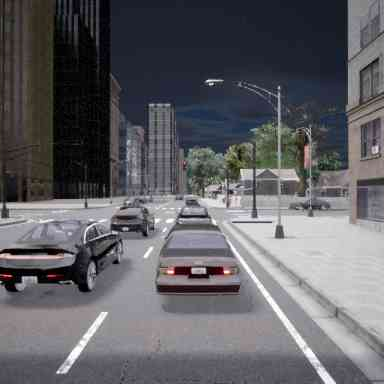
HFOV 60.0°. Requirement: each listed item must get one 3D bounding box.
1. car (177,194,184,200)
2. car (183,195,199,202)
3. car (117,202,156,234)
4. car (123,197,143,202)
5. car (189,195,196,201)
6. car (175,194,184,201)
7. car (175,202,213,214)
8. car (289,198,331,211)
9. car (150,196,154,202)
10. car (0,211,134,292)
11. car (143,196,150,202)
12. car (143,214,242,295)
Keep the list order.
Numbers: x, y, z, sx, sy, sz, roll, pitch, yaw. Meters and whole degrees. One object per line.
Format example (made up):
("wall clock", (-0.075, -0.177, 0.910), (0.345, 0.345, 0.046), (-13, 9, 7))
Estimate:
("car", (-3.202, 1.311, 93.991), (1.882, 1.535, 5.008), (0, 0, 0))
("car", (0.035, 1.497, 50.312), (1.837, 1.490, 4.892), (-2, 0, -2))
("car", (-3.141, 1.504, 18.149), (1.837, 1.490, 4.892), (0, 0, 0))
("car", (-9.799, 1.487, 53.832), (2.128, 1.511, 4.902), (0, 0, 1))
("car", (0.043, 1.515, 85.651), (1.812, 1.442, 4.674), (0, 0, 0))
("car", (-3.207, 1.342, 83.957), (2.097, 1.767, 4.553), (0, 0, 0))
("car", (0.107, 1.491, 17.872), (2.128, 1.511, 4.902), (0, 0, 0))
("car", (14.385, 1.554, 40.760), (4.892, 1.490, 1.837), (0, -1, 0))
("car", (-9.713, 1.517, 73.264), (1.812, 1.442, 4.674), (0, 0, 0))
("car", (-3.147, 1.492, 8.889), (2.128, 1.511, 4.902), (0, 0, 0))
("car", (-9.761, 1.595, 63.152), (1.895, 1.301, 4.718), (0, 0, 1))
("car", (0.095, 1.545, 8.818), (2.033, 1.411, 5.357), (0, 0, -1))
